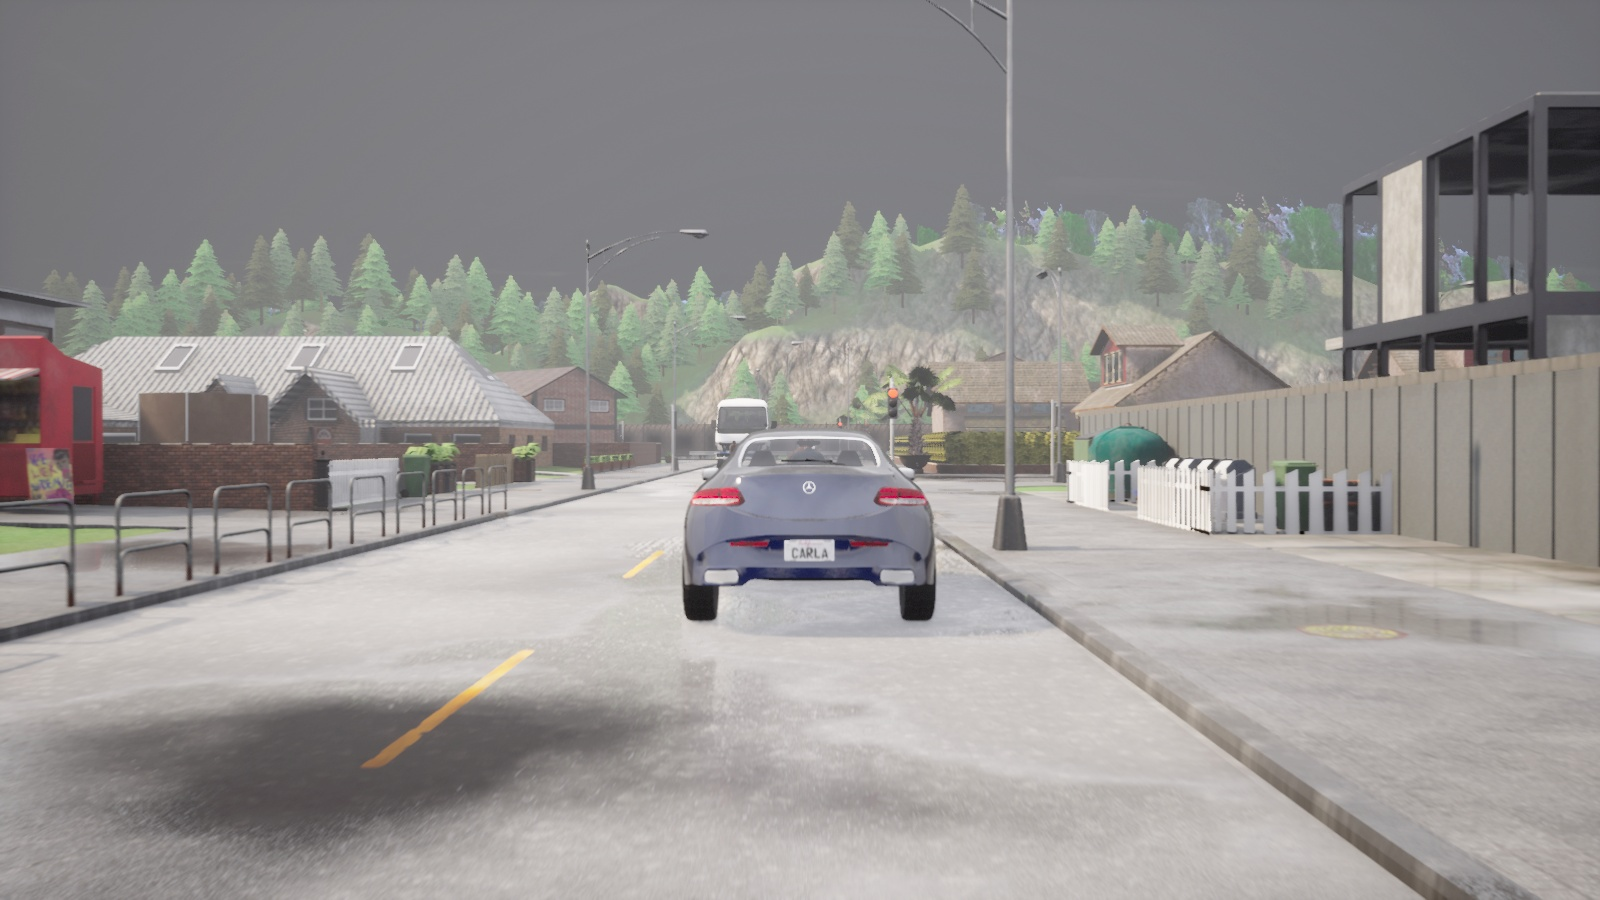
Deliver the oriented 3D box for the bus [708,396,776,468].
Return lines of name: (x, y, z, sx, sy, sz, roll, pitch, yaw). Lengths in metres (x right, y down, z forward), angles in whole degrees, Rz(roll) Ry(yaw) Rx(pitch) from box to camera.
bus: (-3.533, -1.082, 79.723, 3.944, 4.253, 10.273, 0, 0, -1)

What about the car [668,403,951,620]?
car: (0.082, 0.457, 12.070, 2.152, 1.651, 5.027, 0, 0, 0)
